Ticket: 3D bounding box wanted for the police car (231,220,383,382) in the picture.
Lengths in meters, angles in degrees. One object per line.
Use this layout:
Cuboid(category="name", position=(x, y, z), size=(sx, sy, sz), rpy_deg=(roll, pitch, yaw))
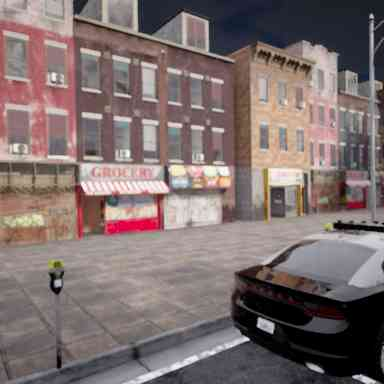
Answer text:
Cuboid(category="police car", position=(2.956, 1.296, 5.408), size=(5.238, 1.638, 1.930), rpy_deg=(-2, 1, -36))
